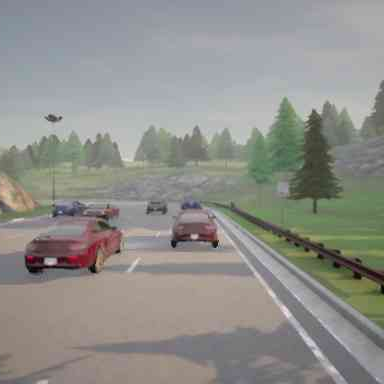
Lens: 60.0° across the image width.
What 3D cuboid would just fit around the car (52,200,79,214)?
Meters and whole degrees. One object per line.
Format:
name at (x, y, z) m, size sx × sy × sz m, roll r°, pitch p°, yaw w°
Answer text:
car at (-10.409, 1.426, 28.567) m, size 1.812 × 1.442 × 4.674 m, roll 0°, pitch 0°, yaw 0°

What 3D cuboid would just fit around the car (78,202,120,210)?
car at (-6.906, 1.511, 25.753) m, size 1.895 × 1.301 × 4.718 m, roll 0°, pitch 0°, yaw 0°

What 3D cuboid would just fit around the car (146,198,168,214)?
car at (-3.496, 1.375, 33.513) m, size 2.128 × 1.511 × 4.902 m, roll 0°, pitch 0°, yaw -2°

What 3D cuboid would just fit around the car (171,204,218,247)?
car at (0.097, 1.475, 14.622) m, size 1.812 × 1.442 × 4.674 m, roll 0°, pitch 0°, yaw 0°

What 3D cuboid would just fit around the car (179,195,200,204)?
car at (-0.288, 1.221, 37.693) m, size 2.097 × 1.767 × 4.553 m, roll 0°, pitch 0°, yaw -5°

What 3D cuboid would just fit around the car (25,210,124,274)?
car at (-3.402, 1.489, 10.301) m, size 1.812 × 1.442 × 4.674 m, roll 0°, pitch 0°, yaw 0°
